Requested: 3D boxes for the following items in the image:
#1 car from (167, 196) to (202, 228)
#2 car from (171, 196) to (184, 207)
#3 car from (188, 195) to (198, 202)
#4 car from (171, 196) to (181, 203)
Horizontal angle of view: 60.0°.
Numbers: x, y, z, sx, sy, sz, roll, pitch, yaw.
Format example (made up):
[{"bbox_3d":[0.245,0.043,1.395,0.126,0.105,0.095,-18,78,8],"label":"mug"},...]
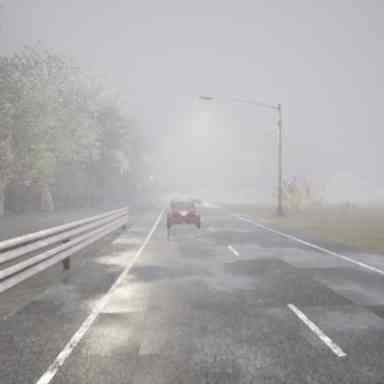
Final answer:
[{"bbox_3d":[-0.609,1.354,22.153,2.097,1.767,4.553,0,0,-3],"label":"car"},{"bbox_3d":[-2.274,1.474,51.599,1.882,1.535,5.008,0,0,-3],"label":"car"},{"bbox_3d":[0.172,1.351,68.372,1.812,1.442,4.674,0,0,-3],"label":"car"},{"bbox_3d":[-3.344,1.542,68.573,1.994,1.385,4.181,0,0,-3],"label":"car"}]
